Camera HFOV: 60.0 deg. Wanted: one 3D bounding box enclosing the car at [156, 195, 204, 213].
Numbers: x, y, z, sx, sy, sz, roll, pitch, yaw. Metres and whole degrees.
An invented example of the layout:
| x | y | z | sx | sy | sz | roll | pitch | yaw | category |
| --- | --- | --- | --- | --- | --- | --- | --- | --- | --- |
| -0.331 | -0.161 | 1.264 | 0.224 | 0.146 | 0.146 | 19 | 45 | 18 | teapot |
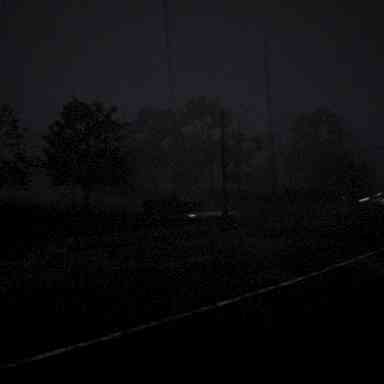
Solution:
| x | y | z | sx | sy | sz | roll | pitch | yaw | category |
| --- | --- | --- | --- | --- | --- | --- | --- | --- | --- |
| -1.239 | 1.032 | 30.270 | 5.008 | 1.535 | 1.882 | 0 | 2 | 38 | car |
